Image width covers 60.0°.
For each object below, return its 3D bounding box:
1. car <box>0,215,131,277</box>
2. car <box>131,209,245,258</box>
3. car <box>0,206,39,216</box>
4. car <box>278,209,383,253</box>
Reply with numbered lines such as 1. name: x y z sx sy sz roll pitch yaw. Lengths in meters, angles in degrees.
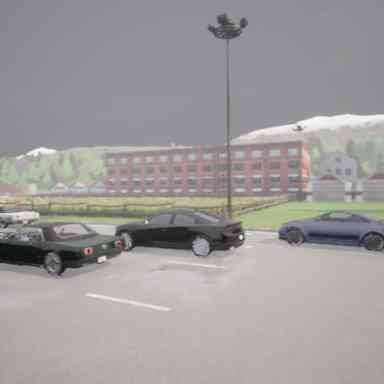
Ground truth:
1. car: -4.439 1.556 10.037 4.718 1.301 1.895 0 1 26
2. car: -0.587 1.367 12.173 5.008 1.535 1.882 0 0 26
3. car: -12.218 1.544 21.337 4.718 1.301 1.895 0 1 24
4. car: 5.489 1.376 12.819 4.181 1.385 1.994 0 1 32
